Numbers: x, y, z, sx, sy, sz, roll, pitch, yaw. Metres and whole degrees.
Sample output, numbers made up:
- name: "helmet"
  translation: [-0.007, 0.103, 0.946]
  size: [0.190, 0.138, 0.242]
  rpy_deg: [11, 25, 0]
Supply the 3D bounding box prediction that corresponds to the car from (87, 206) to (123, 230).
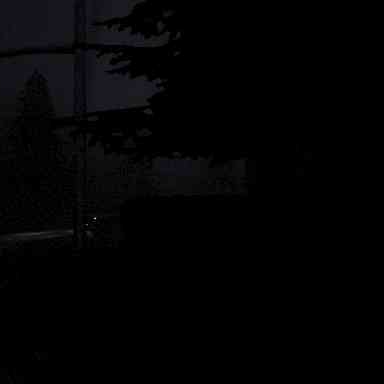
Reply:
- name: "car"
  translation: [-4.910, 1.586, 21.308]
  size: [1.895, 1.301, 4.718]
  rpy_deg: [0, 0, 36]
